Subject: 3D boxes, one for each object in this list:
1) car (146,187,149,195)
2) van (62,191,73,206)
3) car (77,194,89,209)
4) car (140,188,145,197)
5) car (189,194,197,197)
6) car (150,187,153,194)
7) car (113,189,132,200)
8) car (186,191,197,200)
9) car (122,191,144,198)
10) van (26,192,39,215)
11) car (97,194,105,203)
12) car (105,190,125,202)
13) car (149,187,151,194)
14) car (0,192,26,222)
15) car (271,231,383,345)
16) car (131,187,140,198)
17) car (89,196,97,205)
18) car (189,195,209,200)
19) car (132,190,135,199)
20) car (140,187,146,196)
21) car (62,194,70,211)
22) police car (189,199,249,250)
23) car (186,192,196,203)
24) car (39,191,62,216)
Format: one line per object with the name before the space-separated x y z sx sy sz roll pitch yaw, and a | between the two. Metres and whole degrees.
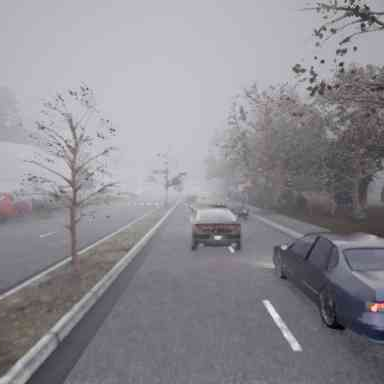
car | -13.885 0.154 83.926 4.553 1.767 2.185 -1 1 -20
van | -13.979 0.939 32.892 4.442 1.987 1.878 -1 1 -20
car | -13.839 0.996 35.928 4.553 1.767 2.185 -1 1 -20
car | -13.685 0.566 71.992 5.366 1.575 1.946 -1 1 -20
car | 0.889 1.216 29.963 1.837 1.490 4.892 0 1 0
car | -13.844 0.108 89.938 5.008 1.535 2.097 -1 2 -20
car | -14.032 0.788 59.848 5.366 1.575 1.946 -1 1 -20
car | -0.023 0.695 65.535 2.128 1.511 4.902 0 1 0
car | -13.880 0.465 77.919 4.792 1.488 2.163 -1 2 -20
van | -13.765 1.059 24.031 4.442 1.987 1.878 -1 1 -20
car | -13.839 1.068 41.920 4.792 1.488 2.163 -1 1 -20
car | -13.836 0.902 53.925 4.792 1.488 2.163 -1 1 -20
car | -13.855 0.235 86.940 4.674 1.452 2.002 -1 1 -20
car | -13.900 1.076 20.988 5.566 2.045 2.435 -1 1 -20
car | 3.096 1.518 6.772 2.033 1.411 5.357 0 0 0
car | -13.836 0.440 65.935 5.566 2.045 2.435 -1 1 -20
car | -13.861 1.121 38.902 4.674 1.452 2.002 -1 1 -20
car | 0.891 1.246 24.151 1.801 1.575 5.366 0 1 0
car | -13.864 0.780 62.921 4.674 1.452 2.002 -1 1 -20
car | -13.884 0.256 74.914 5.566 2.045 2.435 -1 2 -20
car | -13.862 1.205 29.955 4.892 1.521 2.231 -1 1 -20
police car | 0.895 1.337 14.072 1.930 1.638 5.238 0 1 0
car | -0.016 0.933 50.689 1.837 1.490 4.892 0 1 0
car | -13.847 0.994 26.984 5.566 2.045 2.435 -1 1 -20
